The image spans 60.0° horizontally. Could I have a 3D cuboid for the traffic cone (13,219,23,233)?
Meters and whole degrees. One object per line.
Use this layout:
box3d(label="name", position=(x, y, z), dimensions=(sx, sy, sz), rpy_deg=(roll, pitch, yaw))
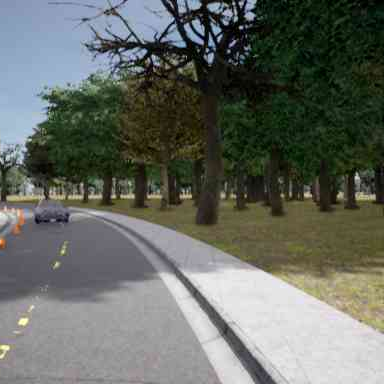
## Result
box3d(label="traffic cone", position=(-9.500, 1.897, 17.982), dimensions=(0.340, 0.580, 0.340), rpy_deg=(0, 0, -22))

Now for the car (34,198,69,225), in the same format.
box3d(label="car", position=(-10.129, 1.283, 23.885), dimensions=(2.097, 1.767, 4.553), rpy_deg=(0, 0, -27))

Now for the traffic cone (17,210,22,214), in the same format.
box3d(label="traffic cone", position=(-13.703, 1.884, 26.751), dimensions=(0.340, 0.580, 0.340), rpy_deg=(0, 0, -29))

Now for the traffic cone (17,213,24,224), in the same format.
box3d(label="traffic cone", position=(-11.481, 1.890, 22.424), dimensions=(0.340, 0.580, 0.340), rpy_deg=(0, 0, -26))
